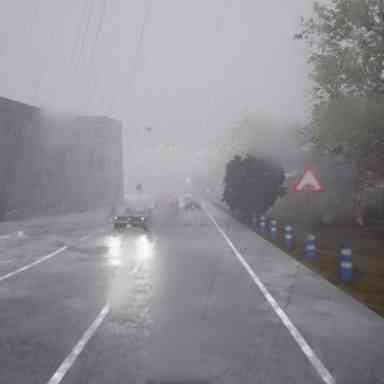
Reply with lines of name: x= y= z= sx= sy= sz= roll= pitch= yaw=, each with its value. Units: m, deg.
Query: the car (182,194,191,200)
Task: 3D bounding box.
car: x=-0.868 y=1.044 z=67.822 sx=1.812 sy=1.442 sz=4.674 roll=-1 pitch=2 yaw=-8

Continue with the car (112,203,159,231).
car: x=-3.329 y=1.510 z=19.788 sx=1.895 sy=1.301 sz=4.718 roll=1 pitch=-1 yaw=0

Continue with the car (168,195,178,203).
car: x=-3.547 y=1.291 z=62.847 sx=1.895 sy=1.301 sz=4.718 roll=0 pitch=1 yaw=-3

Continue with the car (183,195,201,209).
car: x=0.135 y=1.458 z=43.350 sx=1.895 sy=1.301 sz=4.718 roll=0 pitch=0 yaw=0

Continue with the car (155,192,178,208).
car: x=-3.310 y=1.084 z=41.771 sx=2.150 sy=2.045 sz=5.566 roll=0 pitch=0 yaw=0
